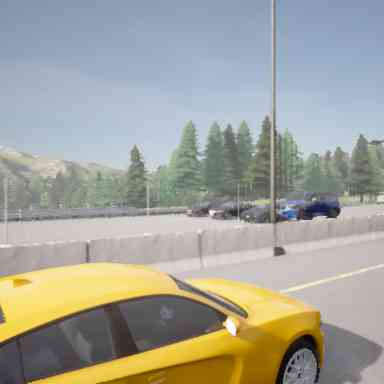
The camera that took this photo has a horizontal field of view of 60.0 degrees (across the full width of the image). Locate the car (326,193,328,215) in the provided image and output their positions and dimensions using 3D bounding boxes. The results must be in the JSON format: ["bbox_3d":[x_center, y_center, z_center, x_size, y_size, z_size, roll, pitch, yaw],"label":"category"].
[{"bbox_3d":[7.702,0.942,22.263,5.566,2.045,2.150,0,0,-36],"label":"car"}]

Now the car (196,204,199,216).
[{"bbox_3d":[1.628,1.547,30.828,4.674,1.442,1.812,0,0,-36],"label":"car"}]

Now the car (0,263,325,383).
[{"bbox_3d":[-0.734,1.476,3.224,5.008,1.535,1.882,0,0,-36],"label":"car"}]
